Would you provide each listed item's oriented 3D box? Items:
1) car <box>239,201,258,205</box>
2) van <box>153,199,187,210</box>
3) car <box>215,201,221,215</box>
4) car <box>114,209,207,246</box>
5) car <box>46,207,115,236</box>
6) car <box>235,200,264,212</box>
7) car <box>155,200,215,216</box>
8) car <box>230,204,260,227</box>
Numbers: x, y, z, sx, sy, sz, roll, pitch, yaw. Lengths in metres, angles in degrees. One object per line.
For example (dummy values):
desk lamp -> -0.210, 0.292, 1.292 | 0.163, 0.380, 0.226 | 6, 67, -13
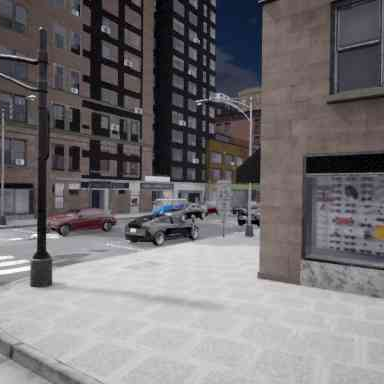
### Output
car -> 6.262, 1.831, 37.311 | 2.033, 1.411, 5.357 | 1, 0, 36
van -> -1.905, 1.502, 30.372 | 1.690, 1.788, 3.998 | 0, 0, 36
car -> 1.302, 1.646, 34.835 | 1.967, 1.590, 4.097 | 0, 0, 36
car -> -1.401, 1.764, 16.469 | 1.947, 1.339, 4.313 | 0, 0, 36
car -> -6.545, 1.634, 19.506 | 1.812, 1.442, 4.674 | 1, 0, 37
car -> 7.618, 1.823, 43.624 | 1.752, 1.417, 4.829 | 0, 0, 36
car -> -0.490, 1.681, 27.935 | 2.128, 1.511, 4.902 | 1, 0, 35
car -> 5.015, 1.850, 25.396 | 1.947, 1.339, 4.313 | 0, 0, 36
